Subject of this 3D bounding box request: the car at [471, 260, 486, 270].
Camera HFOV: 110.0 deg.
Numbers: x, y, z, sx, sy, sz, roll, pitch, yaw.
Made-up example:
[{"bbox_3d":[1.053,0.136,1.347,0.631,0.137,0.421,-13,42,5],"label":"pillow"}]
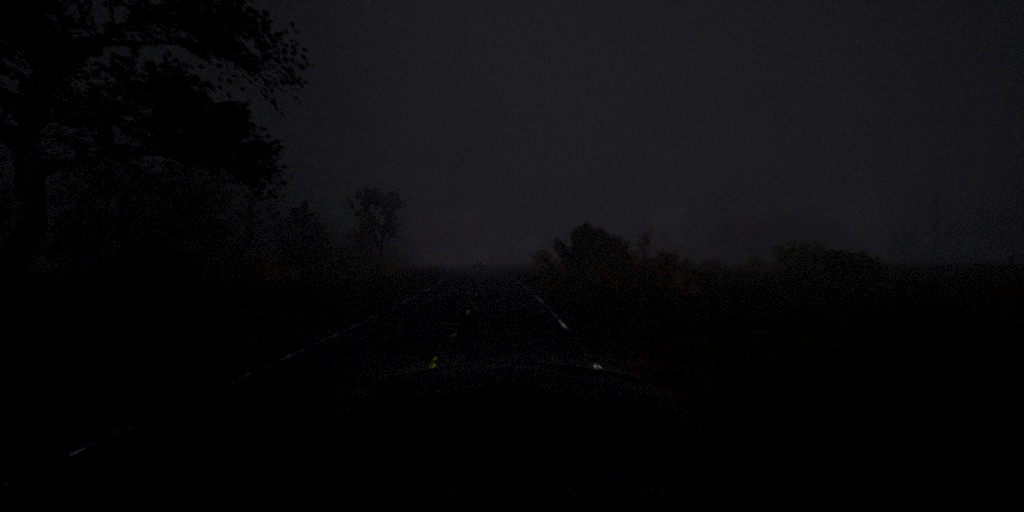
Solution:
[{"bbox_3d":[-5.285,1.365,56.087,2.163,1.488,4.792,0,0,-11],"label":"car"}]
